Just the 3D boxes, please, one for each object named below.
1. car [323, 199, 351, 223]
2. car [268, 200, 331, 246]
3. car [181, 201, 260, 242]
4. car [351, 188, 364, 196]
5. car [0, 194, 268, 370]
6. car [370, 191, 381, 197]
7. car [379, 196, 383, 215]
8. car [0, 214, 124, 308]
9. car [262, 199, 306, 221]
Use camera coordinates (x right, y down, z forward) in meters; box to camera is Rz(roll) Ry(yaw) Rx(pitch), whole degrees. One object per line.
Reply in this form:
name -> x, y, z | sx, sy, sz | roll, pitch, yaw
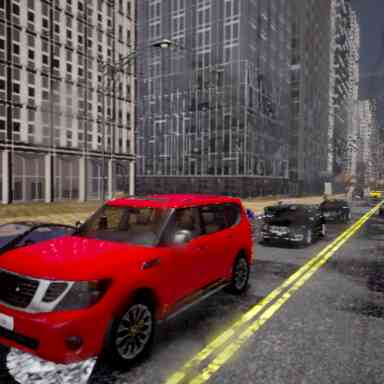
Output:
car -> 9.912, 1.262, 23.305 | 1.837, 1.490, 4.892 | 2, 1, 32
car -> 4.593, 1.319, 14.663 | 1.837, 1.490, 4.892 | 2, 1, 32
car -> 1.548, 1.262, 15.918 | 1.812, 1.442, 4.674 | 2, 1, 31
car -> 35.094, 0.220, 70.323 | 2.150, 2.045, 5.566 | 2, 1, 32
car -> -0.657, 1.092, 6.108 | 2.150, 2.045, 5.566 | 2, 1, 32
car -> 37.874, 0.552, 68.653 | 1.882, 1.535, 5.008 | 2, 1, 32
car -> 18.019, 1.332, 29.946 | 2.033, 1.411, 5.357 | 2, 1, 33
car -> -3.719, 1.357, 7.347 | 1.994, 1.385, 4.181 | 2, 1, 31
car -> 6.929, 1.280, 24.666 | 1.895, 1.301, 4.718 | 2, 1, 32
